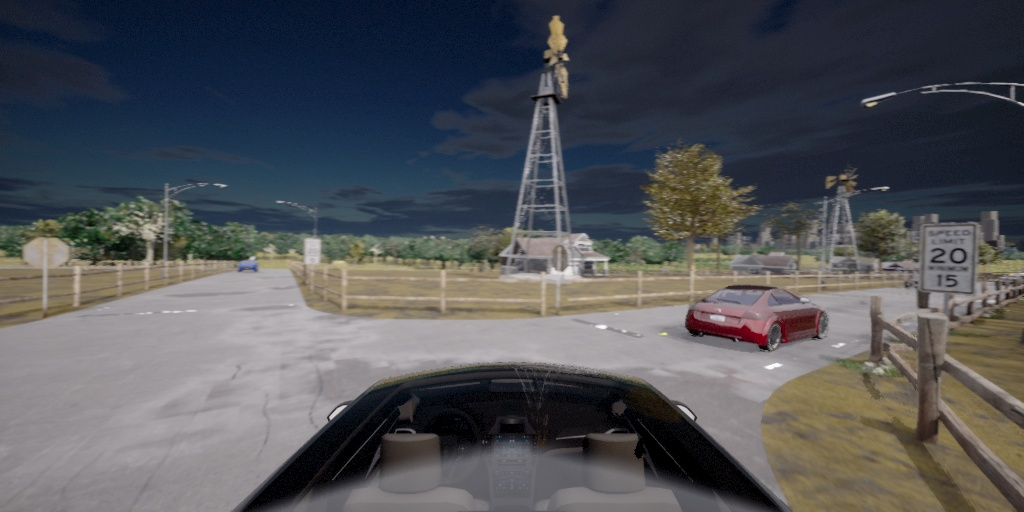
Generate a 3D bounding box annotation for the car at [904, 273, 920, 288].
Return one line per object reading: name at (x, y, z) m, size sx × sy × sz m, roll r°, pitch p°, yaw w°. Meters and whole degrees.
car at (36.604, 2.252, 31.738) m, size 4.181 × 1.385 × 1.994 m, roll 2°, pitch 0°, yaw -32°

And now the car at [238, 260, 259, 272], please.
car at (-33.441, 1.259, 45.568) m, size 1.882 × 1.535 × 5.008 m, roll 1°, pitch -1°, yaw -32°

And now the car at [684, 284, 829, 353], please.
car at (6.491, 1.462, 9.450) m, size 4.181 × 1.385 × 1.994 m, roll 1°, pitch 1°, yaw -32°
